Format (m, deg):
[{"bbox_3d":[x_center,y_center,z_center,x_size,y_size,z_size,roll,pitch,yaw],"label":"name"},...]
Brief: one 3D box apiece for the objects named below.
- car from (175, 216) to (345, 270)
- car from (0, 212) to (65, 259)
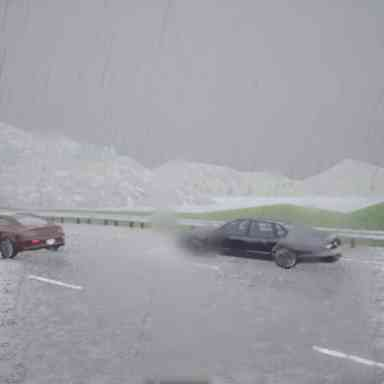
[{"bbox_3d":[2.044,1.523,10.955,5.357,1.411,2.033,0,0,34],"label":"car"},{"bbox_3d":[-6.675,1.486,12.322,4.674,1.442,1.812,0,0,32],"label":"car"}]
